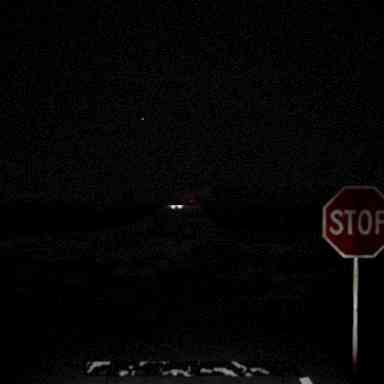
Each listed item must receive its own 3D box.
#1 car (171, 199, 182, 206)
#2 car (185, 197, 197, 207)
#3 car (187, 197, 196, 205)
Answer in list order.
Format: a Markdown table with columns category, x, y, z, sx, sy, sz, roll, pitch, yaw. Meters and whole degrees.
| category | x | y | z | sx | sy | sz | roll | pitch | yaw |
| --- | --- | --- | --- | --- | --- | --- | --- | --- | --- |
| car | -2.914 | 1.970 | 65.055 | 1.994 | 1.385 | 4.181 | 0 | 0 | 0 |
| car | -0.151 | 1.864 | 60.031 | 2.128 | 1.511 | 4.902 | 0 | 0 | 0 |
| car | -0.176 | 1.868 | 70.069 | 1.812 | 1.442 | 4.674 | 0 | 0 | 0 |
